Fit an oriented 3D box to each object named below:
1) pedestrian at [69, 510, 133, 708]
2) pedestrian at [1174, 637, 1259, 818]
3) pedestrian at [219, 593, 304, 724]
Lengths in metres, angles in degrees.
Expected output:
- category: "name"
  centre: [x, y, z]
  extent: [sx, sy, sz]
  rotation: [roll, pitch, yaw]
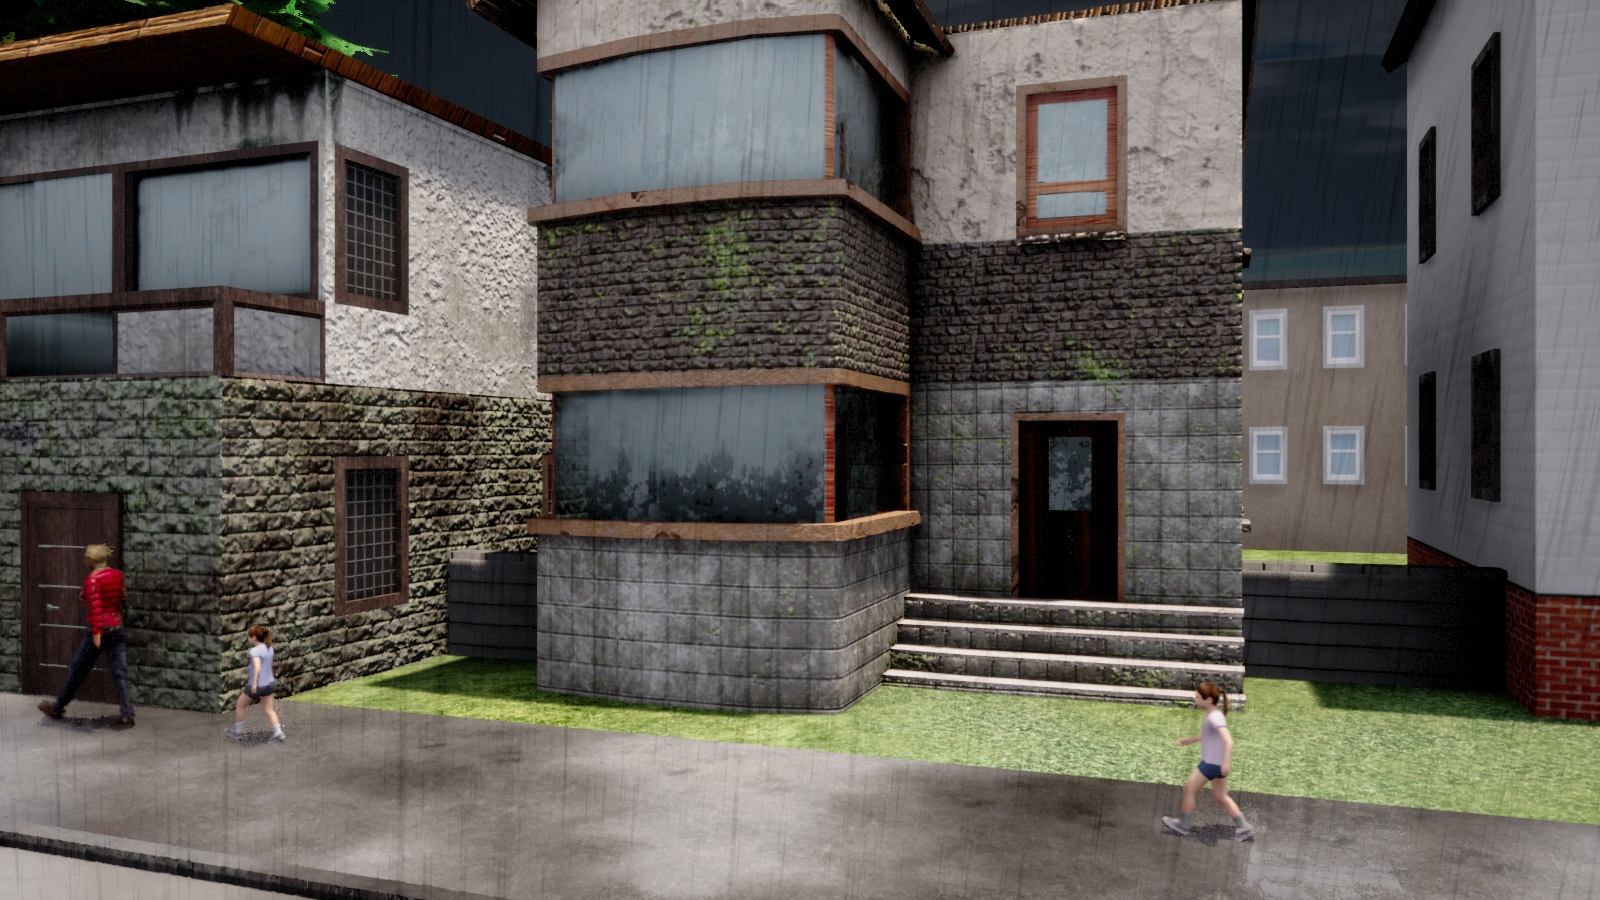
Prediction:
- category: "pedestrian"
  centre: [-6.785, 1.523, 11.095]
  extent: [0.375, 1.860, 0.375]
  rotation: [0, 0, 13]
- category: "pedestrian"
  centre: [2.902, 1.902, 7.947]
  extent: [0.500, 1.100, 0.500]
  rotation: [0, 0, 26]
- category: "pedestrian"
  centre: [-4.959, 1.904, 10.533]
  extent: [0.500, 1.100, 0.500]
  rotation: [0, 0, 18]
